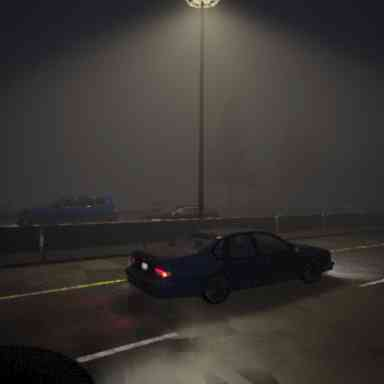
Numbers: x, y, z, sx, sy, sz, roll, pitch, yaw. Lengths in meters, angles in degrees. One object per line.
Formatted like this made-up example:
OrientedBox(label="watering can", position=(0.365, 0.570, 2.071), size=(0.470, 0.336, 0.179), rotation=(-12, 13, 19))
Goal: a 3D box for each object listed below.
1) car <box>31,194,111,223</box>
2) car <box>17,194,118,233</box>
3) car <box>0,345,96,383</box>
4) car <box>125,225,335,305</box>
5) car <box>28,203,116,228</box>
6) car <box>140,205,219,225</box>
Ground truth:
OrientedBox(label="car", position=(-9.542, 1.210, 26.406), size=(5.566, 2.045, 2.150), rotation=(1, 0, -33))
OrientedBox(label="car", position=(-7.163, 1.212, 19.617), size=(5.566, 2.045, 2.150), rotation=(1, 0, -33))
OrientedBox(label="car", position=(-2.689, 1.486, 1.221), size=(4.892, 1.490, 1.837), rotation=(0, 0, -36))
OrientedBox(label="car", position=(1.137, 1.574, 8.121), size=(5.357, 1.411, 2.033), rotation=(1, 0, -33))
OrientedBox(label="car", position=(-8.250, 1.538, 23.094), size=(5.357, 1.411, 2.033), rotation=(1, 0, -33))
OrientedBox(label="car", position=(-0.663, 1.532, 19.555), size=(4.902, 1.511, 2.128), rotation=(1, 0, -31))
